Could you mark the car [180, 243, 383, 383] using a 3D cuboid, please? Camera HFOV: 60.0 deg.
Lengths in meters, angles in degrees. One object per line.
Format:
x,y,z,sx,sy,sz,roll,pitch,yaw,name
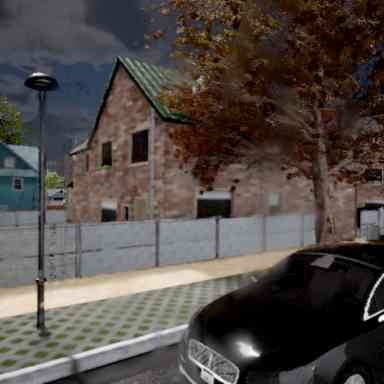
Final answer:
2.121,1.548,4.594,4.892,1.490,1.837,1,-1,-36,car
